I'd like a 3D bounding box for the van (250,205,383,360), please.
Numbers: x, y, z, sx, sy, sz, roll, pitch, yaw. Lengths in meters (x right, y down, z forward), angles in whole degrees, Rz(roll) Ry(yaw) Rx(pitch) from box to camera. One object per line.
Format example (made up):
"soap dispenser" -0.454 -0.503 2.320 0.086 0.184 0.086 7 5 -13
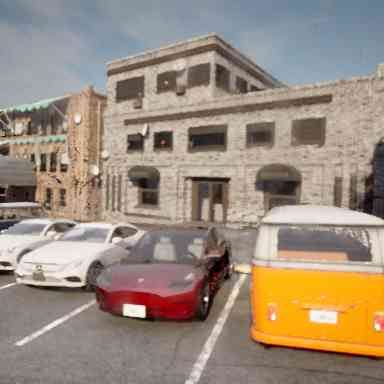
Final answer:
"van" 2.144 1.257 6.063 1.878 1.987 4.442 0 -1 15

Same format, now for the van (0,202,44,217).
"van" -7.426 1.410 12.849 1.878 1.987 4.442 -1 -1 15

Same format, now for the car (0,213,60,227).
"car" -5.055 1.623 11.040 2.002 1.452 4.674 -1 -1 15

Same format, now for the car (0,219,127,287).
"car" -2.657 1.578 9.341 2.002 1.452 4.674 0 -1 15

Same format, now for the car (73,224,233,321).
"car" -0.283 1.530 7.617 2.163 1.488 4.792 0 -1 15
